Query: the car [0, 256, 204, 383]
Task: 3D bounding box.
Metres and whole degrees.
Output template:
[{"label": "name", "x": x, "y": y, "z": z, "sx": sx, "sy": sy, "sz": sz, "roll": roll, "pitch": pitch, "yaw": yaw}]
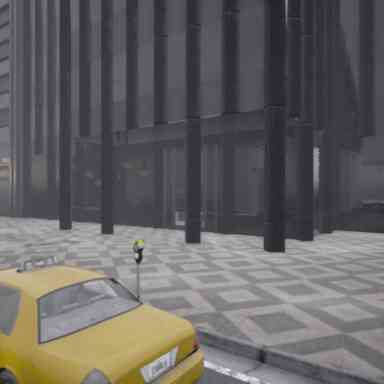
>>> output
[{"label": "car", "x": -2.145, "y": 1.534, "z": 4.361, "sx": 4.829, "sy": 1.417, "sz": 1.752, "roll": 0, "pitch": 0, "yaw": 36}]
